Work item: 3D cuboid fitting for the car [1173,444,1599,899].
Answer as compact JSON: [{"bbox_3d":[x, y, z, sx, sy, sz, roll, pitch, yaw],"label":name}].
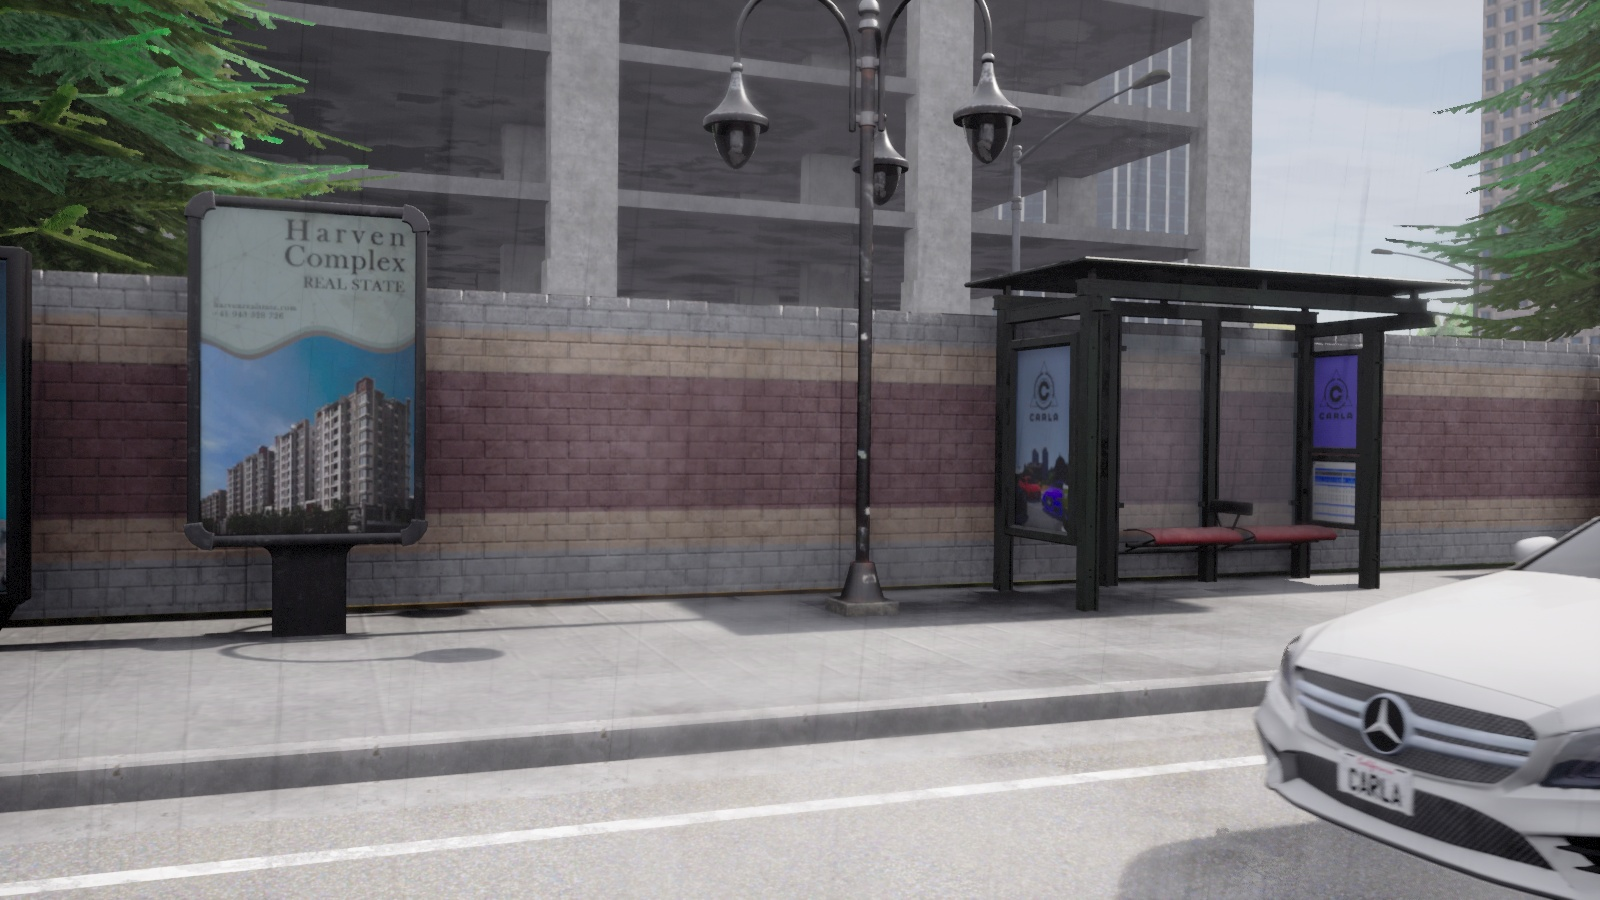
[{"bbox_3d":[3.921,0.704,4.730,4.674,1.442,1.812,-1,1,-21],"label":"car"}]
